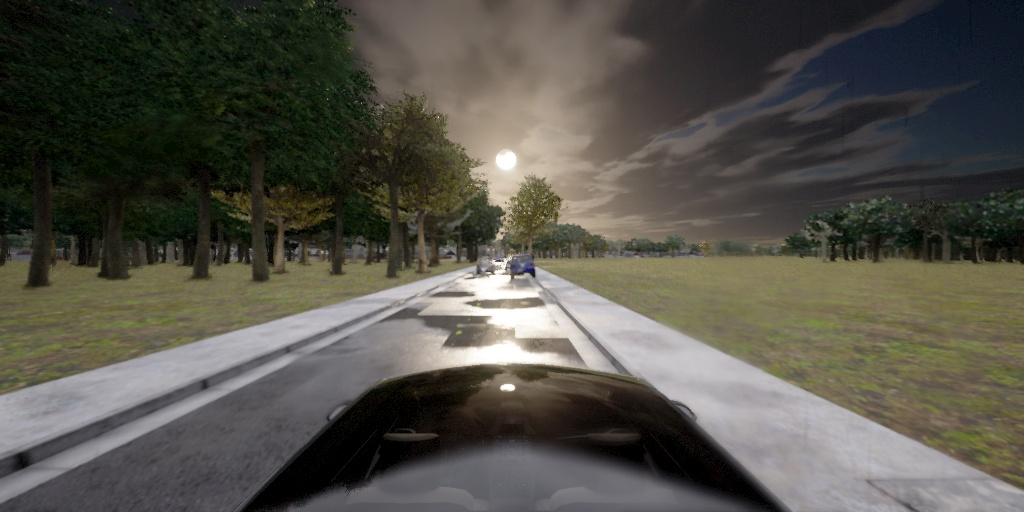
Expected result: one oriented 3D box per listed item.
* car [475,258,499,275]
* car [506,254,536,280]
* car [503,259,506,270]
[{"bbox_3d":[-2.834,1.231,38.931,2.128,1.511,4.902,0,0,0],"label":"car"},{"bbox_3d":[0.876,0.889,31.814,2.150,2.045,5.566,-5,0,0],"label":"car"},{"bbox_3d":[0.015,1.338,50.914,1.895,1.301,4.718,0,0,0],"label":"car"}]
